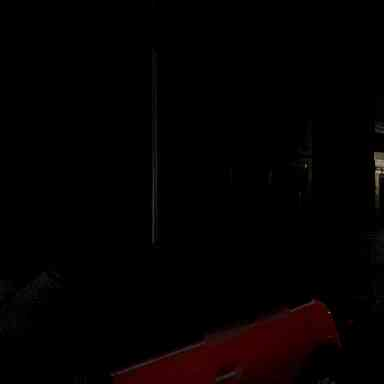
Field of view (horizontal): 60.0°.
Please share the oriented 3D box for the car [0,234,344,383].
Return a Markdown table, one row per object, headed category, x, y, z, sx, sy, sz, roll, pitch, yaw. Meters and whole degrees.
| category | x | y | z | sx | sy | sz | roll | pitch | yaw |
| --- | --- | --- | --- | --- | --- | --- | --- | --- | --- |
| car | -0.747 | 1.352 | 2.845 | 4.553 | 1.767 | 2.097 | 0 | 0 | -35 |
